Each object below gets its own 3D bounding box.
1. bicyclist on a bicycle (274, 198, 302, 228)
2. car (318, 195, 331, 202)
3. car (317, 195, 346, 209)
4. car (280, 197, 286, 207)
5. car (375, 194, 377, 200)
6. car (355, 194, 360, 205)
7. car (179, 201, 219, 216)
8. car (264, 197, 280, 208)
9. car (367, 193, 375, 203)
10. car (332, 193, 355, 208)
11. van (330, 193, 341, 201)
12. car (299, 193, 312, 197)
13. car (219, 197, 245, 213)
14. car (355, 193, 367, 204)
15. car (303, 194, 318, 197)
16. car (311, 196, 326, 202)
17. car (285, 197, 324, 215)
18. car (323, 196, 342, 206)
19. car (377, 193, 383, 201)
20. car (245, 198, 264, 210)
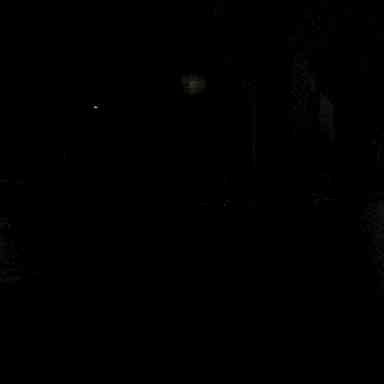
[{"bbox_3d":[5.263,1.177,18.418,1.656,1.620,0.582,-1,0,35],"label":"bicyclist on a bicycle"},{"bbox_3d":[29.384,1.428,73.477,1.802,1.307,4.206,0,0,35],"label":"car"},{"bbox_3d":[17.141,1.378,40.795,1.887,1.381,4.507,0,0,35],"label":"car"},{"bbox_3d":[13.342,1.456,50.288,1.947,1.339,4.313,0,0,35],"label":"car"},{"bbox_3d":[36.485,1.303,68.759,1.752,1.417,4.829,-1,0,35],"label":"car"},{"bbox_3d":[23.557,1.379,50.069,1.947,1.339,4.313,0,0,35],"label":"car"},{"bbox_3d":[0.510,1.525,31.736,1.802,1.307,4.206,0,0,35],"label":"car"},{"bbox_3d":[10.037,1.427,45.509,1.752,1.417,4.829,0,0,35],"label":"car"},{"bbox_3d":[33.180,1.100,63.983,2.192,1.841,5.009,0,0,35],"label":"car"},{"bbox_3d":[20.348,1.137,45.433,2.192,1.841,5.009,0,0,35],"label":"car"},{"bbox_3d":[35.799,1.187,82.755,1.690,1.788,3.998,-1,0,35],"label":"van"},{"bbox_3d":[19.759,1.416,59.564,1.887,1.381,4.507,0,0,35],"label":"car"},{"bbox_3d":[3.716,1.367,36.374,1.967,1.590,4.097,0,0,35],"label":"car"},{"bbox_3d":[26.764,1.119,54.707,2.192,1.841,5.009,0,0,35],"label":"car"},{"bbox_3d":[16.826,1.373,44.858,1.812,1.442,4.674,-1,0,35],"label":"car"},{"bbox_3d":[26.177,1.419,68.840,1.947,1.339,4.313,0,0,35],"label":"car"},{"bbox_3d":[10.726,1.425,31.520,1.947,1.339,4.313,0,0,35],"label":"car"},{"bbox_3d":[22.549,1.335,53.135,1.837,1.490,4.892,-1,0,35],"label":"car"},{"bbox_3d":[42.804,1.360,77.893,1.802,1.307,4.206,-1,0,35],"label":"car"},{"bbox_3d":[6.926,1.495,41.012,1.802,1.307,4.206,0,0,35],"label":"car"}]
